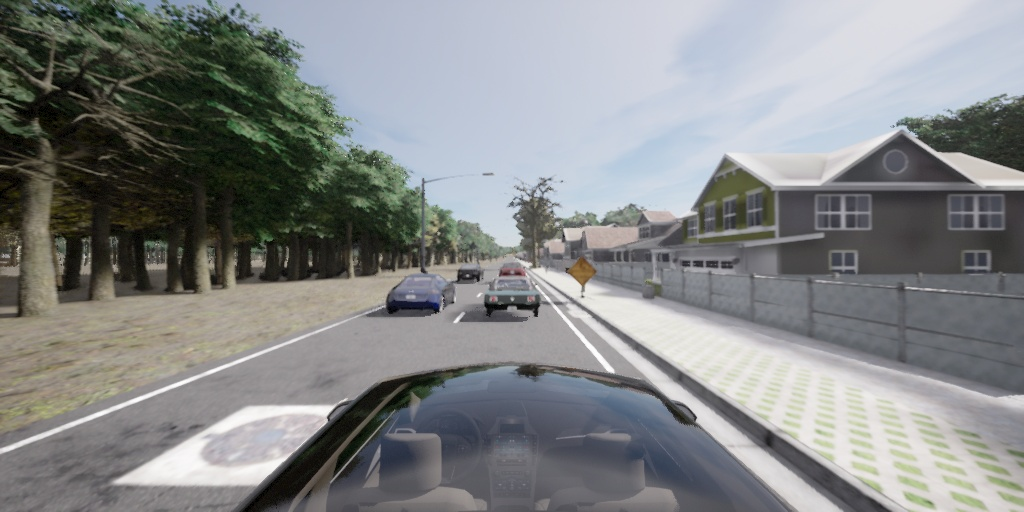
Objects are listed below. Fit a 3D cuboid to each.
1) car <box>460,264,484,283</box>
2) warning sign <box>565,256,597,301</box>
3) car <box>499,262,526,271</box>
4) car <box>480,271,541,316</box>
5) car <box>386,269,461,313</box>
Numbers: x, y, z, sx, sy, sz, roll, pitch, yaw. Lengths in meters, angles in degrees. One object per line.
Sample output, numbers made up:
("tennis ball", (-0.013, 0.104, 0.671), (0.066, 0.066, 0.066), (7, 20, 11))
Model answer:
("car", (-3.456, 1.386, 30.502), (1.882, 1.535, 5.008), (0, 0, 0))
("warning sign", (3.045, 0.943, 15.538), (1.300, 1.860, 1.060), (0, 0, 0))
("car", (0.037, 1.254, 29.261), (2.097, 1.767, 4.553), (0, 0, 1))
("car", (0.035, 1.419, 13.735), (1.895, 1.301, 4.718), (0, 0, 1))
("car", (-3.458, 1.386, 14.334), (1.994, 1.385, 4.181), (0, 0, 1))
